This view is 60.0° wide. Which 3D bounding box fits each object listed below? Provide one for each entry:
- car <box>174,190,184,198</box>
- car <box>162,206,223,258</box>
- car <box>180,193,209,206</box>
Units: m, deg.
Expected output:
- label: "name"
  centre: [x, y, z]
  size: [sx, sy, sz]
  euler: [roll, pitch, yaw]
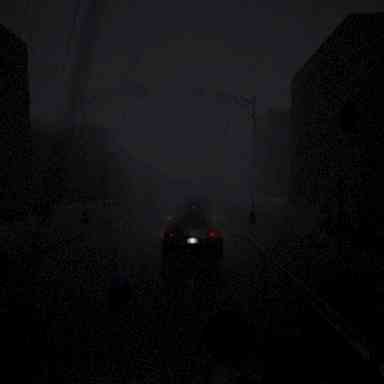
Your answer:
- label: "car"
  centre: [-2.490, 0.421, 63.798]
  size: [1.812, 1.442, 4.674]
  euler: [0, 1, 1]
- label: "car"
  centre: [0.031, 1.424, 12.226]
  size: [1.994, 1.385, 4.181]
  euler: [0, 1, 0]
- label: "car"
  centre: [0.366, 1.045, 27.944]
  size: [1.882, 1.535, 5.008]
  euler: [0, 1, 3]
